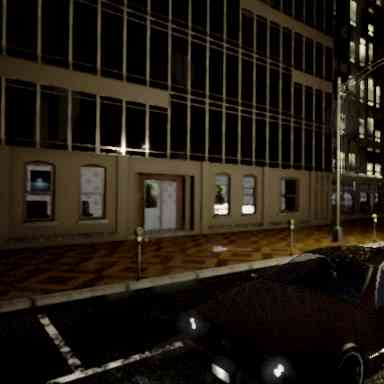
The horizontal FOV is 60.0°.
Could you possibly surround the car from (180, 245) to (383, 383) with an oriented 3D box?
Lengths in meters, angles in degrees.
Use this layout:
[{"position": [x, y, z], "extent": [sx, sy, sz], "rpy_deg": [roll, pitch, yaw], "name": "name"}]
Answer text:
[{"position": [2.478, 1.599, 5.148], "extent": [5.357, 1.411, 2.033], "rpy_deg": [1, 0, -36], "name": "car"}]
